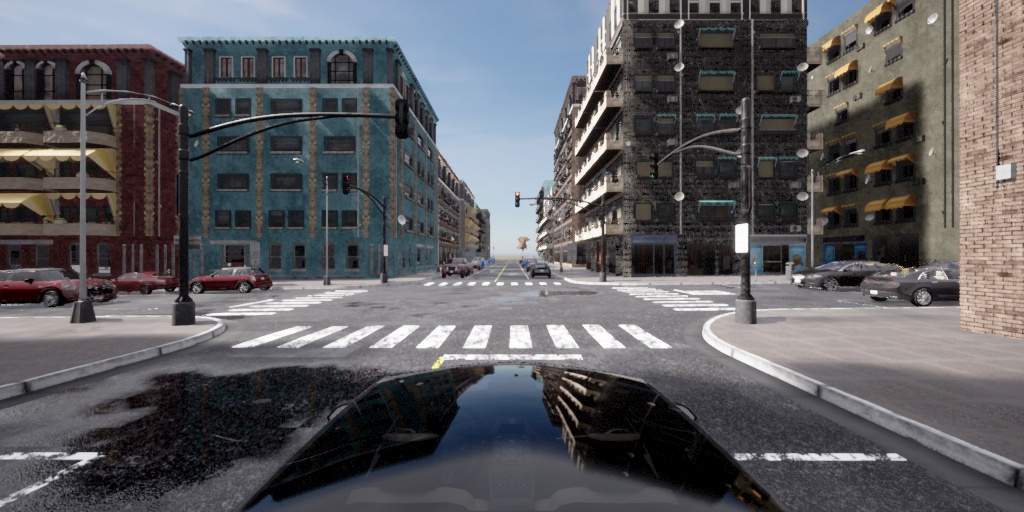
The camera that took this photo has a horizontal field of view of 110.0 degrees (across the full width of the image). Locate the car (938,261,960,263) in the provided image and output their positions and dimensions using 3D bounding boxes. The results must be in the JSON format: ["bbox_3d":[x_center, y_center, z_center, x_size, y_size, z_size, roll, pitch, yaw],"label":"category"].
[{"bbox_3d":[20.320,0.969,15.721,4.902,1.511,2.128,-1,0,1],"label":"car"}]

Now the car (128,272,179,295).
[{"bbox_3d":[-22.410,1.599,21.567,4.207,1.307,1.802,0,0,1],"label":"car"}]

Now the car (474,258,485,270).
[{"bbox_3d":[-5.202,1.283,50.295,1.888,1.381,4.507,0,0,0],"label":"car"}]

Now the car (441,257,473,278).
[{"bbox_3d":[-5.242,1.060,33.639,2.192,1.841,5.009,0,0,0],"label":"car"}]

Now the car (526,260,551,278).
[{"bbox_3d":[2.638,1.311,33.621,1.948,1.339,4.313,0,0,0],"label":"car"}]

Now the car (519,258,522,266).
[{"bbox_3d":[2.705,1.171,61.381,1.967,1.591,4.097,0,0,0],"label":"car"}]

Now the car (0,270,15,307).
[{"bbox_3d":[-22.467,1.443,13.682,4.097,1.591,1.967,0,0,1],"label":"car"}]

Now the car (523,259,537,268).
[{"bbox_3d":[2.665,1.323,44.725,1.802,1.307,4.207,0,0,0],"label":"car"}]

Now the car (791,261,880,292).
[{"bbox_3d":[17.359,1.011,18.699,4.902,1.511,2.128,-1,0,1],"label":"car"}]

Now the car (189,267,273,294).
[{"bbox_3d":[-16.861,1.388,21.515,4.097,1.591,1.967,0,0,1],"label":"car"}]

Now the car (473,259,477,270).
[{"bbox_3d":[-5.229,1.289,39.191,1.888,1.381,4.507,0,0,0],"label":"car"}]

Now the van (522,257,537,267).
[{"bbox_3d":[2.678,1.078,50.277,1.690,1.789,3.998,0,0,0],"label":"van"}]

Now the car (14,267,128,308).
[{"bbox_3d":[-20.806,1.340,16.134,4.553,1.767,2.097,-1,0,1],"label":"car"}]

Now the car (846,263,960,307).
[{"bbox_3d":[15.627,1.082,13.298,4.403,1.370,2.007,0,0,1],"label":"car"}]
